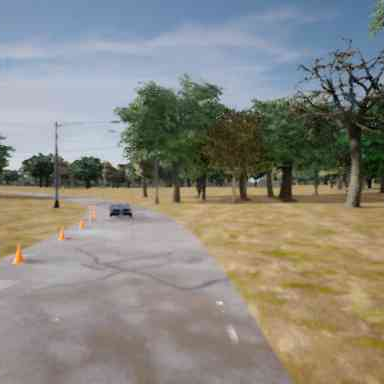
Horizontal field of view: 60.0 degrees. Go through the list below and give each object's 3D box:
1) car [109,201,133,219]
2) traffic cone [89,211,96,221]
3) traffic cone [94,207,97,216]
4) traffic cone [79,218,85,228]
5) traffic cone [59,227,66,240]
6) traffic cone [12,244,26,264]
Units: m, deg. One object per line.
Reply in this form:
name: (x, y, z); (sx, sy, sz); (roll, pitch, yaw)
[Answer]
car: (-6.112, 1.490, 28.503); (1.895, 1.301, 4.718); (0, 0, -13)
traffic cone: (-7.591, 1.870, 25.021); (0.340, 0.580, 0.340); (0, 0, -12)
traffic cone: (-8.669, 1.851, 29.799); (0.340, 0.580, 0.340); (0, 0, -14)
traffic cone: (-6.694, 1.889, 20.206); (0.340, 0.580, 0.340); (0, 0, -9)
traffic cone: (-5.979, 1.910, 15.360); (0.340, 0.580, 0.340); (0, 0, -7)
traffic cone: (-5.447, 1.931, 10.491); (0.340, 0.580, 0.340); (0, 0, -5)
